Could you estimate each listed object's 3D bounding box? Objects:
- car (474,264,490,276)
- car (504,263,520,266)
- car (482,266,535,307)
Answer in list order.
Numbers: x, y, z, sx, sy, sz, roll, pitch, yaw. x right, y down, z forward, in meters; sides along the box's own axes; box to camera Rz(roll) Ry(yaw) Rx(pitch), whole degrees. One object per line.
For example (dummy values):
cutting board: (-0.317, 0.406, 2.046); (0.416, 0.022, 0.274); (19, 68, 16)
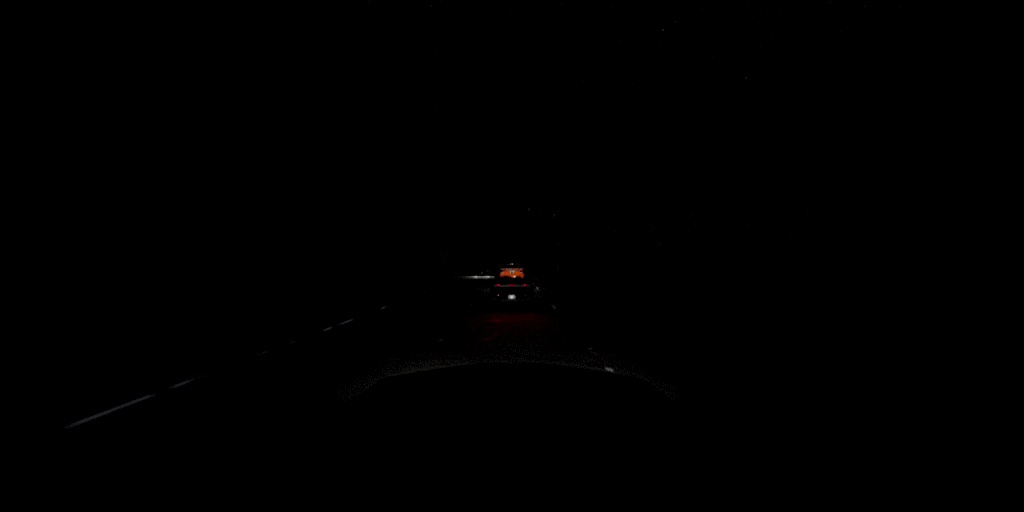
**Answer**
car: (-3.520, 1.677, 44.591); (2.033, 1.411, 5.357); (0, 0, 0)
car: (-0.010, 1.367, 30.981); (2.097, 1.767, 4.553); (0, -1, 0)
car: (-0.003, 1.378, 16.184); (2.128, 1.511, 4.902); (0, 0, 0)
